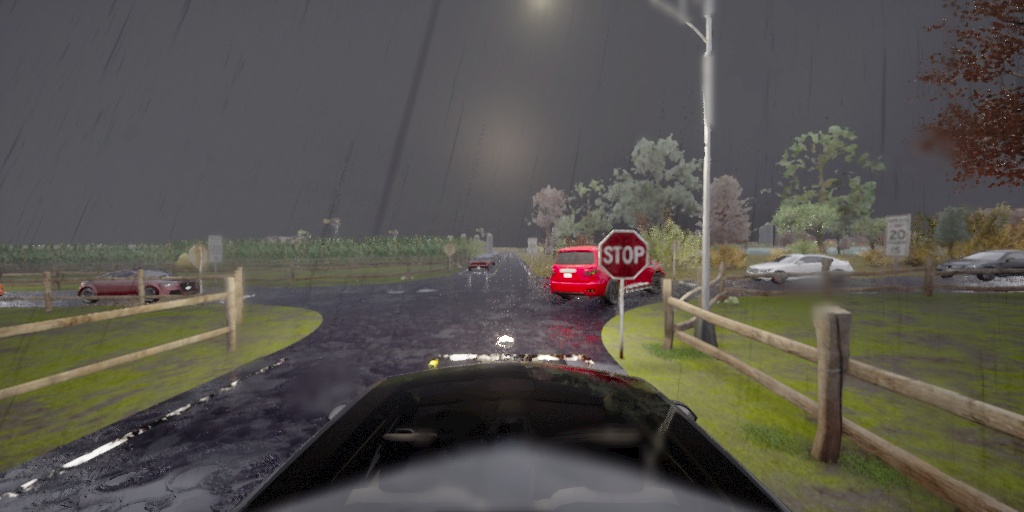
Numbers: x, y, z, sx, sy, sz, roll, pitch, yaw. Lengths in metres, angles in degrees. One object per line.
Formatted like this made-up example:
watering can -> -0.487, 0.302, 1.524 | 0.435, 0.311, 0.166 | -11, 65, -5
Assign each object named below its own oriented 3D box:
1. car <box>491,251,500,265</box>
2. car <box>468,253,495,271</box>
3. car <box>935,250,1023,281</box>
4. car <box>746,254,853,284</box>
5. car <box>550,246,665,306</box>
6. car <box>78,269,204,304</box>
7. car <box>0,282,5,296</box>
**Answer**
car -> -2.848, 0.372, 42.290 | 2.033, 1.411, 5.357 | 0, 1, 0
car -> -2.843, 0.643, 32.641 | 1.895, 1.301, 4.718 | 0, 1, 0
car -> 24.420, 0.437, 18.075 | 4.674, 1.442, 1.812 | -1, 1, 1
car -> 14.552, 0.605, 18.266 | 4.674, 1.442, 1.812 | -1, 1, 1
car -> 3.830, 0.619, 13.899 | 5.566, 2.045, 2.150 | -4, 2, -44
car -> -16.343, 1.264, 15.908 | 4.181, 1.385, 1.994 | -1, 1, 0
car -> -26.132, 1.230, 16.096 | 4.553, 1.767, 2.097 | -1, 1, 1
